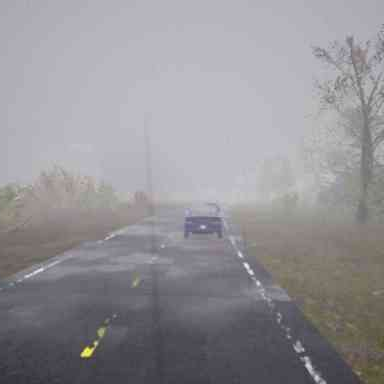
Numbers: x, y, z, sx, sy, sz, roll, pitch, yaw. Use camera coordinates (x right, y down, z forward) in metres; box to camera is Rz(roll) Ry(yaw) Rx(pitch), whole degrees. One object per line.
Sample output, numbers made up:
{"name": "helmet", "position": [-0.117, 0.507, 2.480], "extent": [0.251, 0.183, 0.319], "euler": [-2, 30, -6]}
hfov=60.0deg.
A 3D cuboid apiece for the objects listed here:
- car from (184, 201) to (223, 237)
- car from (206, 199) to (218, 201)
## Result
{"name": "car", "position": [0.639, 1.481, 17.952], "extent": [1.882, 1.535, 5.008], "euler": [0, 0, 3]}
{"name": "car", "position": [2.352, 1.531, 38.907], "extent": [1.812, 1.442, 4.674], "euler": [0, 0, 6]}
